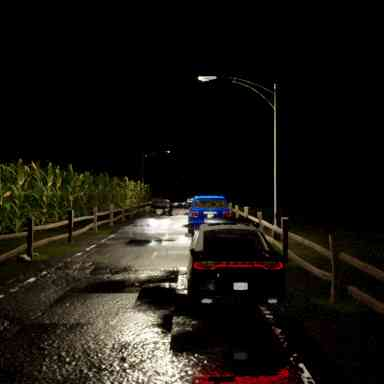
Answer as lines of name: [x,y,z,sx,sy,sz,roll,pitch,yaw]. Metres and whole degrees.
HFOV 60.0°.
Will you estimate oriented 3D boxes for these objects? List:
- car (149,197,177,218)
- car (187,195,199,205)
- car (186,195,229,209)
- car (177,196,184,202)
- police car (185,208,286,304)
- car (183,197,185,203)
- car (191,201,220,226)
car: [-2.765,1.491,30.487,2.128,1.511,4.902,0,0,0]
car: [0.168,1.405,60.182,2.097,1.767,4.553,0,0,0]
car: [0.875,1.224,18.251,2.150,2.045,5.566,0,0,0]
car: [-2.550,1.561,71.782,1.882,1.535,5.008,0,0,0]
police car: [0.848,1.425,8.331,1.930,1.638,5.238,0,0,0]
car: [0.157,1.622,46.281,1.895,1.301,4.718,0,0,1]
car: [0.892,1.477,24.221,1.882,1.535,5.008,0,0,0]
